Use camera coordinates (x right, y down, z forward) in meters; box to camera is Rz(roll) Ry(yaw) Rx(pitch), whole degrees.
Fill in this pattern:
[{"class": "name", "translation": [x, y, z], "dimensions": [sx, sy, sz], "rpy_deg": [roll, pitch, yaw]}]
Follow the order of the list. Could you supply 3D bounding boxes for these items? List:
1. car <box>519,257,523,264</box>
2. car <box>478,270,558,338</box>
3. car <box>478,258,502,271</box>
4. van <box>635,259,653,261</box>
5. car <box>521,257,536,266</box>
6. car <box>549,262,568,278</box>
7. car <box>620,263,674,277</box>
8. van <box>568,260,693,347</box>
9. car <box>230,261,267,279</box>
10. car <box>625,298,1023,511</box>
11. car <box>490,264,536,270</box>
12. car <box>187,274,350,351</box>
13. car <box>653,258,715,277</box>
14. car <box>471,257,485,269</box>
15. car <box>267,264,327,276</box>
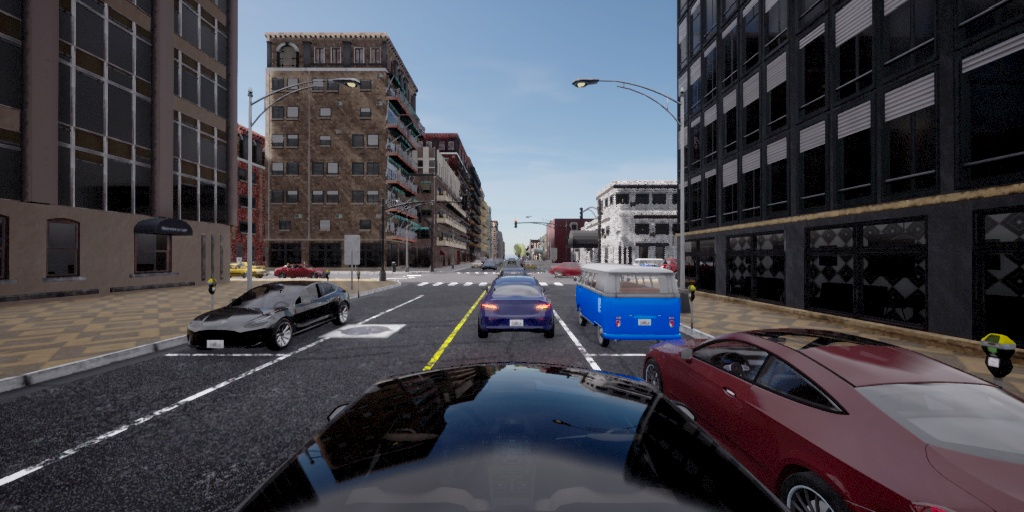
[{"class": "car", "translation": [2.674, 1.380, 64.896], "dimensions": [1.802, 1.307, 4.207], "rpy_deg": [0, 0, 0]}, {"class": "car", "translation": [0.099, 1.277, 10.031], "dimensions": [1.812, 1.442, 4.674], "rpy_deg": [0, 0, 0]}, {"class": "car", "translation": [-3.074, 1.327, 50.662], "dimensions": [2.033, 1.411, 5.357], "rpy_deg": [0, 0, 3]}, {"class": "van", "translation": [14.887, 1.174, 38.299], "dimensions": [3.998, 1.789, 1.690], "rpy_deg": [0, 0, 0]}, {"class": "car", "translation": [2.677, 1.309, 53.987], "dimensions": [1.751, 1.417, 4.829], "rpy_deg": [0, 0, 0]}, {"class": "car", "translation": [5.758, 1.305, 33.097], "dimensions": [4.674, 1.442, 1.812], "rpy_deg": [0, 0, 18]}, {"class": "car", "translation": [13.394, 1.417, 35.729], "dimensions": [4.718, 1.301, 1.895], "rpy_deg": [0, 0, 1]}, {"class": "van", "translation": [2.655, 1.092, 9.031], "dimensions": [1.690, 1.789, 3.998], "rpy_deg": [0, 0, 0]}, {"class": "car", "translation": [-22.967, 1.215, 29.818], "dimensions": [4.829, 1.417, 1.751], "rpy_deg": [0, 0, 0]}, {"class": "car", "translation": [2.657, 1.332, 3.342], "dimensions": [1.802, 1.307, 4.207], "rpy_deg": [0, 0, 0]}, {"class": "car", "translation": [0.088, 1.317, 18.482], "dimensions": [1.994, 1.385, 4.181], "rpy_deg": [0, 0, 0]}, {"class": "car", "translation": [-5.692, 1.317, 9.055], "dimensions": [1.948, 1.339, 4.313], "rpy_deg": [0, 0, 0]}, {"class": "car", "translation": [14.912, 1.107, 29.919], "dimensions": [5.009, 1.841, 2.192], "rpy_deg": [0, 0, 0]}, {"class": "car", "translation": [-5.706, 1.316, 59.183], "dimensions": [1.751, 1.417, 4.829], "rpy_deg": [0, 0, 0]}, {"class": "car", "translation": [-17.474, 1.283, 29.833], "dimensions": [4.207, 1.307, 1.802], "rpy_deg": [0, 0, 0]}]
